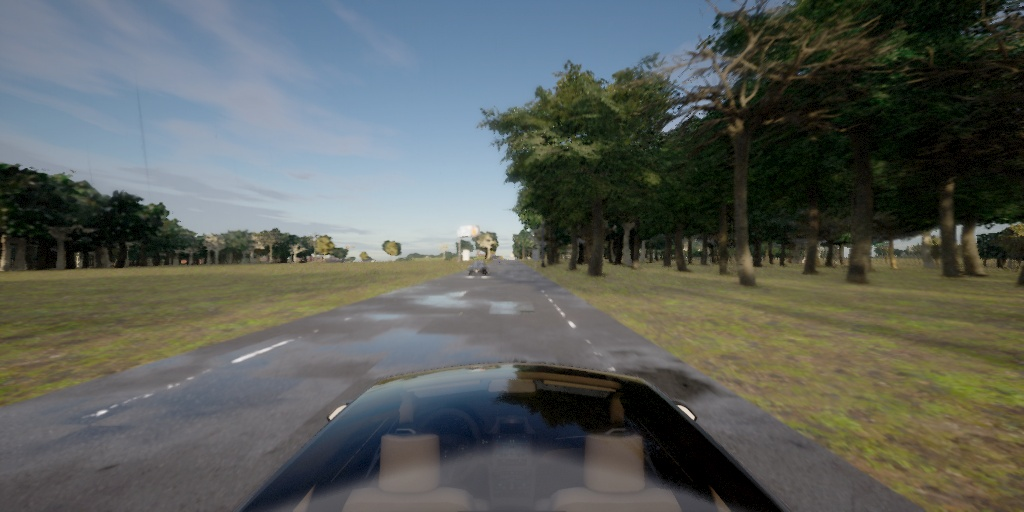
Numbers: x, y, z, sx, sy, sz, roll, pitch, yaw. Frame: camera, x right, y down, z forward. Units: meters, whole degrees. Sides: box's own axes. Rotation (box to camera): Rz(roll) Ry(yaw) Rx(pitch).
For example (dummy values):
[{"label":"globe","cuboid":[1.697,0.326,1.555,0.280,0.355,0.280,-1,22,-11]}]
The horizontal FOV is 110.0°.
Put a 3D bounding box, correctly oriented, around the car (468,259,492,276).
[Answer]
[{"label":"car","cuboid":[-3.561,1.301,38.482,1.837,1.490,4.892,0,0,0]}]
